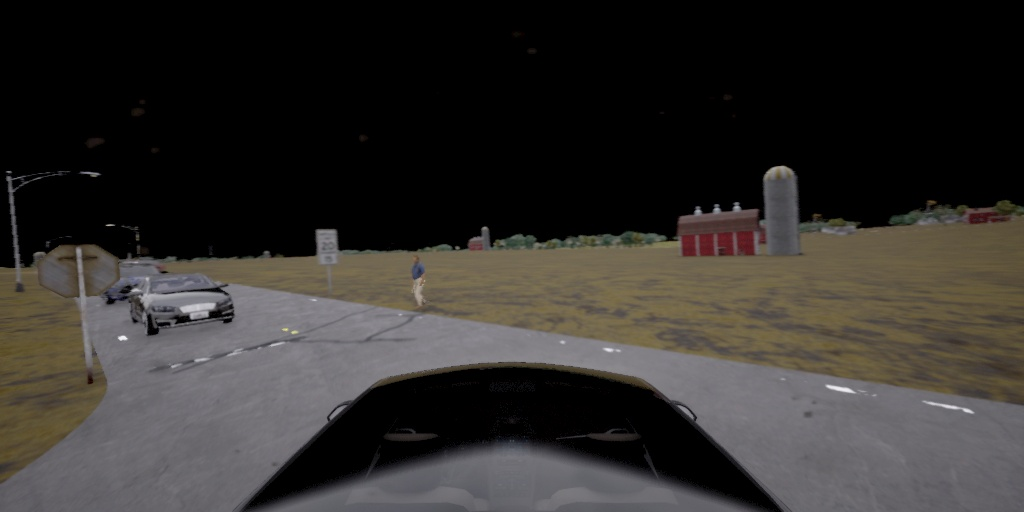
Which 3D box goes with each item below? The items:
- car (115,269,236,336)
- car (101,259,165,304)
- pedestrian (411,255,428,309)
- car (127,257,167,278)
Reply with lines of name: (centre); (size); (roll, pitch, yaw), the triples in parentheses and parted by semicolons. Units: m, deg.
car: (-10.142, 1.292, 10.919); (4.902, 1.511, 2.128); (0, 3, 38)
car: (-17.970, 1.164, 17.108); (4.553, 1.767, 2.097); (0, 3, 39)
pedestrian: (-3.125, 0.819, 11.945); (0.375, 1.860, 0.375); (-2, 0, 38)
car: (-35.170, 1.061, 34.504); (4.553, 1.767, 2.097); (0, 3, 38)
